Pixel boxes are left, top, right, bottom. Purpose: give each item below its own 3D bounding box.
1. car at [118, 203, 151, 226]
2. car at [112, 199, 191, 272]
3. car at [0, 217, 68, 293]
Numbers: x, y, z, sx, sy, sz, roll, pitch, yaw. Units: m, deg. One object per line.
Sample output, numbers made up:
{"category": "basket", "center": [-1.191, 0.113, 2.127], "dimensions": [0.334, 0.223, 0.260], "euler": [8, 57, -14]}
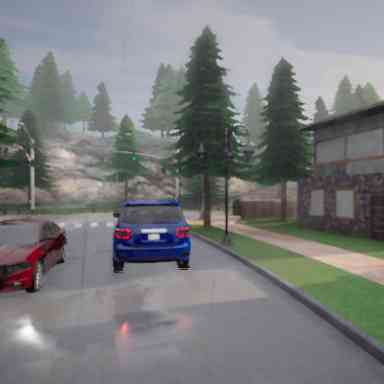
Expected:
{"category": "car", "center": [-4.145, 1.616, 24.761], "dimensions": [1.895, 1.301, 4.718], "euler": [0, 1, -3]}
{"category": "car", "center": [-1.437, 1.238, 11.116], "dimensions": [2.150, 2.045, 5.566], "euler": [0, 0, -10]}
{"category": "car", "center": [-4.676, 1.499, 8.993], "dimensions": [1.882, 1.535, 5.008], "euler": [0, 0, -11]}
